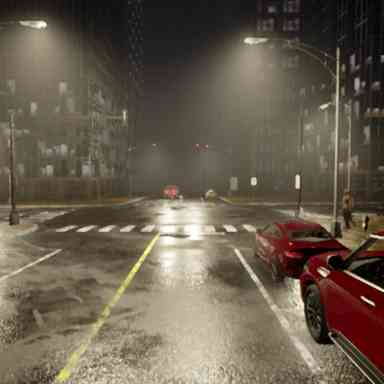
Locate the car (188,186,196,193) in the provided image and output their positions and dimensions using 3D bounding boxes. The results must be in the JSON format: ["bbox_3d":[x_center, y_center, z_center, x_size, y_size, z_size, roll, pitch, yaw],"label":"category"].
[{"bbox_3d":[0.002,-0.687,84.193,1.882,1.535,5.008,0,1,0],"label":"car"}]

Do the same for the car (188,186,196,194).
[{"bbox_3d":[0.002,-0.169,74.229,1.895,1.301,4.718,0,1,0],"label":"car"}]

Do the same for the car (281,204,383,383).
[{"bbox_3d":[2.672,1.239,3.155,2.192,1.841,5.009,-1,1,0],"label":"car"}]

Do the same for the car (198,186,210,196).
[{"bbox_3d":[2.714,-0.179,63.382,2.192,1.841,5.009,-1,1,0],"label":"car"}]

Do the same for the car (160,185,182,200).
[{"bbox_3d":[-3.068,0.034,50.462,2.150,2.045,5.566,0,2,1],"label":"car"}]

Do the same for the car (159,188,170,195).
[{"bbox_3d":[-5.668,-0.078,69.610,1.947,1.339,4.313,-1,1,0],"label":"car"}]

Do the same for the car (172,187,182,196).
[{"bbox_3d":[-2.998,-0.132,68.191,1.882,1.535,5.008,0,1,0],"label":"car"}]

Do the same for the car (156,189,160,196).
[{"bbox_3d":[-5.838,0.059,63.938,1.947,1.339,4.313,-1,1,0],"label":"car"}]

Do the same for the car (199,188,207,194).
[{"bbox_3d":[2.680,-0.352,80.893,1.947,1.339,4.313,-1,1,0],"label":"car"}]

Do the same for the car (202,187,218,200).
[{"bbox_3d":[2.808,0.392,48.310,1.752,1.417,4.829,-1,1,0],"label":"car"}]

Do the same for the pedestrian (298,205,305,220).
[{"bbox_3d":[5.552,1.133,16.536,0.500,1.100,0.500,-1,2,0],"label":"pedestrian"}]

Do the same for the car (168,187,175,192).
[{"bbox_3d":[-5.666,-0.612,92.299,1.802,1.307,4.206,-1,1,0],"label":"car"}]

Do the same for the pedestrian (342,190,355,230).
[{"bbox_3d":[7.120,0.793,15.320,0.375,1.860,0.375,-1,2,0],"label":"pedestrian"}]

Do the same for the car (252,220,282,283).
[{"bbox_3d":[2.679,1.375,8.784,1.802,1.307,4.206,-1,1,0],"label":"car"}]
